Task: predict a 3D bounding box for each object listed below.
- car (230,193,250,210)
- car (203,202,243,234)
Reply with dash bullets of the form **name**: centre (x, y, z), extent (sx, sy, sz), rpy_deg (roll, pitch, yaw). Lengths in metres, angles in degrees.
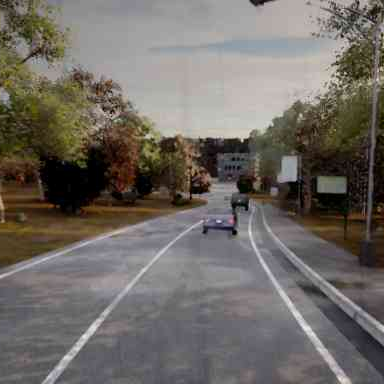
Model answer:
- **car**: centre (6.127, 1.184, 42.555), extent (2.150, 2.045, 5.566), rpy_deg (1, 0, 11)
- **car**: centre (1.735, 1.526, 19.264), extent (2.033, 1.411, 5.357), rpy_deg (1, 0, 9)
